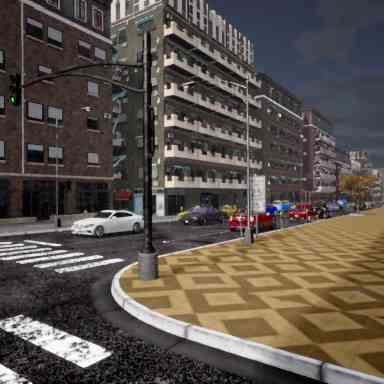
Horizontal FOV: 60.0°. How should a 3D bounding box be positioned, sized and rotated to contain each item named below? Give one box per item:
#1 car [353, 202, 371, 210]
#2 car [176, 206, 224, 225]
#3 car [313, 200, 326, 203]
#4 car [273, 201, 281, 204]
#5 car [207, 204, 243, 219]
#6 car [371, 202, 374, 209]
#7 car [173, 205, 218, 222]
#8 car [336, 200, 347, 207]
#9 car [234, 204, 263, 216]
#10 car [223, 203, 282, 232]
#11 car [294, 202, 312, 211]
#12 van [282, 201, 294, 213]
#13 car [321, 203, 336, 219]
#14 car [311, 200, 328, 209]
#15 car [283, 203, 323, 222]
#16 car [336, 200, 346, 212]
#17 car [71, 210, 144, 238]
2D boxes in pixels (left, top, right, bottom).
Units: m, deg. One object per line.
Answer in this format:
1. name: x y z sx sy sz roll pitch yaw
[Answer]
1. car: 29.967 2.583 59.273 1.947 1.339 4.313 -2 -2 35
2. car: 1.118 1.960 27.928 2.033 1.411 5.357 -1 -1 35
3. car: 17.650 2.267 46.058 1.837 1.490 4.892 -1 -1 35
4. car: 8.032 2.079 37.828 1.882 1.535 5.008 -1 -1 35
5. car: 3.663 2.090 36.077 1.752 1.417 4.829 -2 -2 35
6. car: 36.428 2.745 68.542 2.008 1.369 4.403 -2 -2 35
7. car: 0.432 2.002 31.444 1.752 1.417 4.829 -2 -2 35
8. car: 39.198 2.882 87.141 1.690 1.788 3.998 -2 -2 35
9. car: 6.991 2.222 40.851 1.947 1.339 4.313 -2 -2 35
10. car: 4.121 1.751 22.201 1.967 1.590 4.097 -2 -2 35
11. car: 19.913 2.554 59.390 1.887 1.381 4.507 -2 -2 35
12. van: 13.450 2.174 50.126 1.690 1.788 3.998 -2 -2 35
13. car: 13.814 2.141 36.101 1.947 1.339 4.313 -2 -2 35
14. car: 26.372 2.501 68.665 2.192 1.841 5.009 -2 -2 35
15. car: 10.583 2.032 31.467 1.887 1.381 4.507 -2 -2 35
16. car: 23.454 2.468 54.398 2.033 1.411 5.357 -1 -1 36
17. car: -4.766 1.778 19.475 1.812 1.442 4.674 -1 -1 34
